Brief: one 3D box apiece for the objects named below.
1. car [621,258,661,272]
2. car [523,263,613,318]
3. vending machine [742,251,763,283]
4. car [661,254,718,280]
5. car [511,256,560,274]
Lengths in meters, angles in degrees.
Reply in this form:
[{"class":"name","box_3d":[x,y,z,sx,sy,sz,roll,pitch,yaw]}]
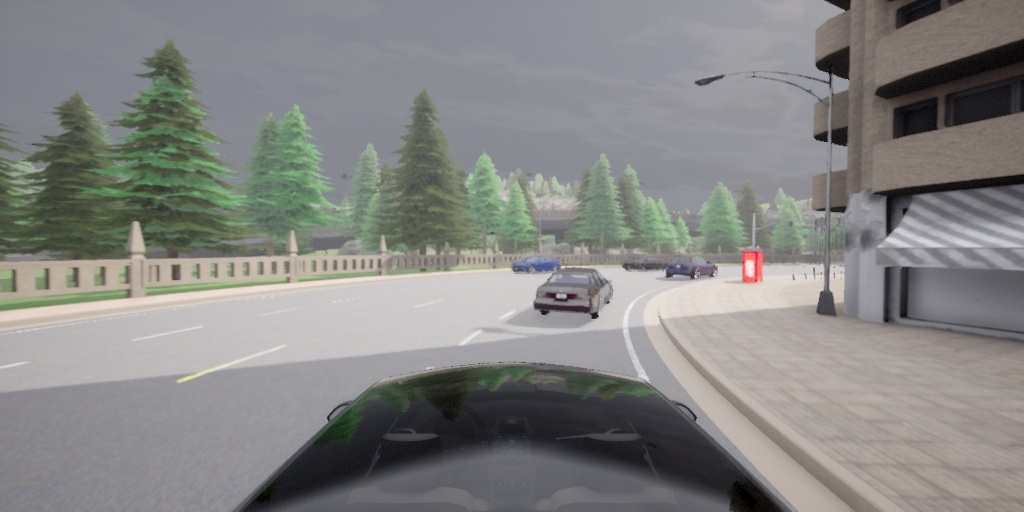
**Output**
[{"class":"car","box_3d":[13.015,0.853,35.166,4.718,1.301,1.895,0,1,-30]},{"class":"car","box_3d":[2.287,1.125,12.292,2.033,1.411,5.357,1,1,21]},{"class":"vending machine","box_3d":[14.778,0.696,22.068,0.880,2.100,1.100,0,0,-41]},{"class":"car","box_3d":[13.541,0.756,26.905,4.553,1.767,2.097,0,1,-39]},{"class":"car","box_3d":[2.114,0.720,30.935,5.008,1.535,1.882,-1,1,-44]}]
